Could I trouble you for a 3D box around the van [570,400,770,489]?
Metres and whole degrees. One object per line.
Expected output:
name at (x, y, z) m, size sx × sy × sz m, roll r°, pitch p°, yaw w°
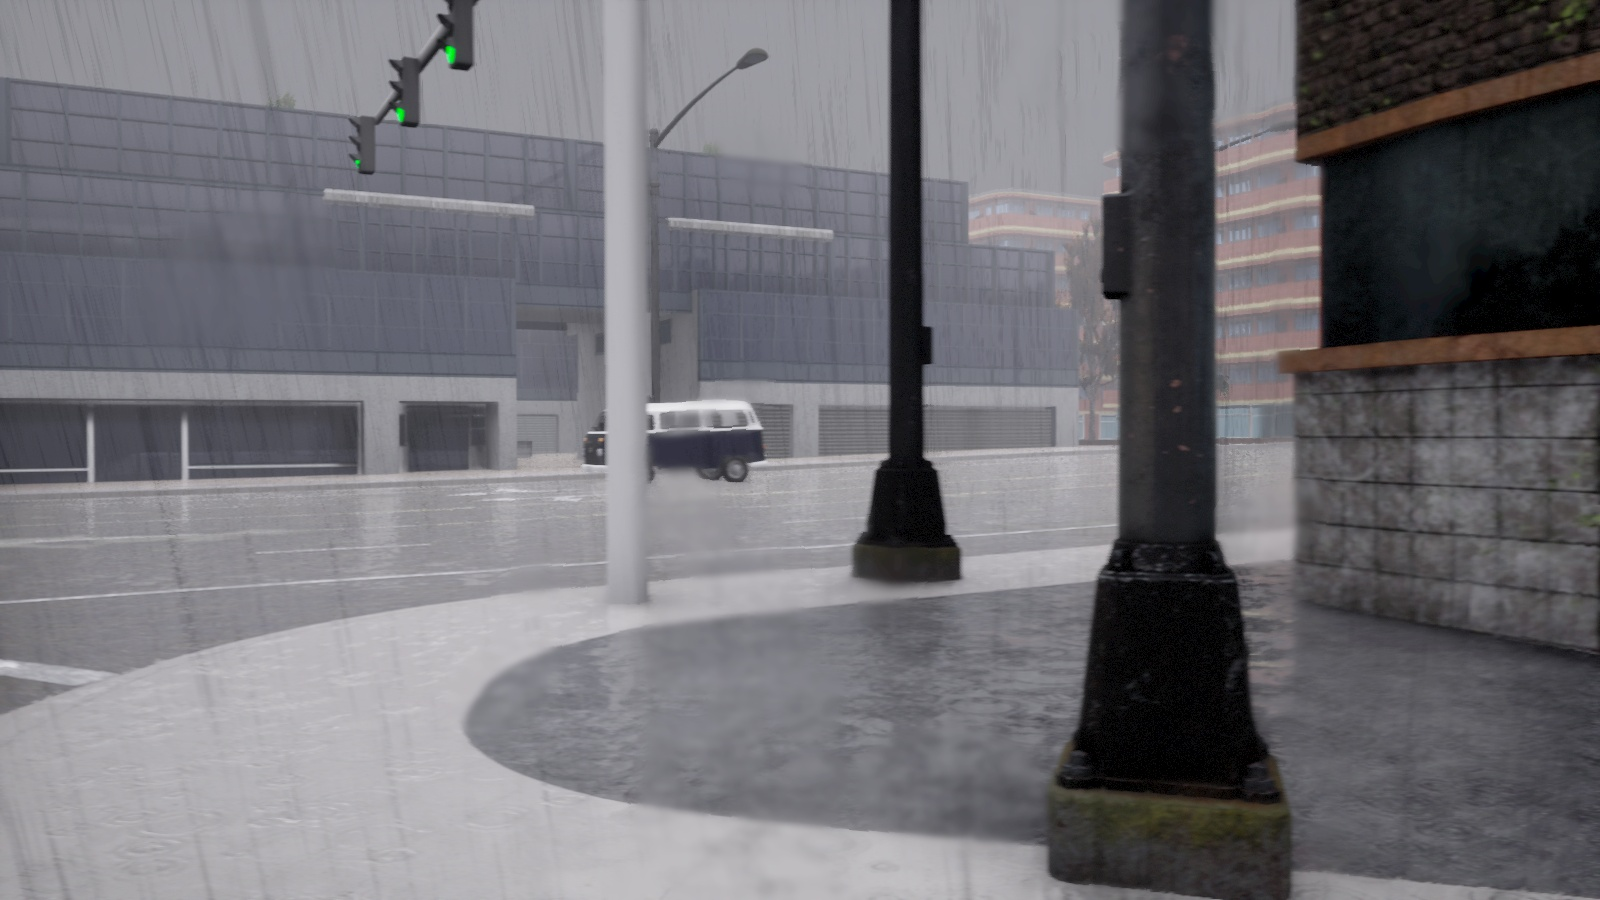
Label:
van at (-3.226, -0.190, 31.251) m, size 4.480 × 2.038 × 2.069 m, roll -2°, pitch 2°, yaw -28°
